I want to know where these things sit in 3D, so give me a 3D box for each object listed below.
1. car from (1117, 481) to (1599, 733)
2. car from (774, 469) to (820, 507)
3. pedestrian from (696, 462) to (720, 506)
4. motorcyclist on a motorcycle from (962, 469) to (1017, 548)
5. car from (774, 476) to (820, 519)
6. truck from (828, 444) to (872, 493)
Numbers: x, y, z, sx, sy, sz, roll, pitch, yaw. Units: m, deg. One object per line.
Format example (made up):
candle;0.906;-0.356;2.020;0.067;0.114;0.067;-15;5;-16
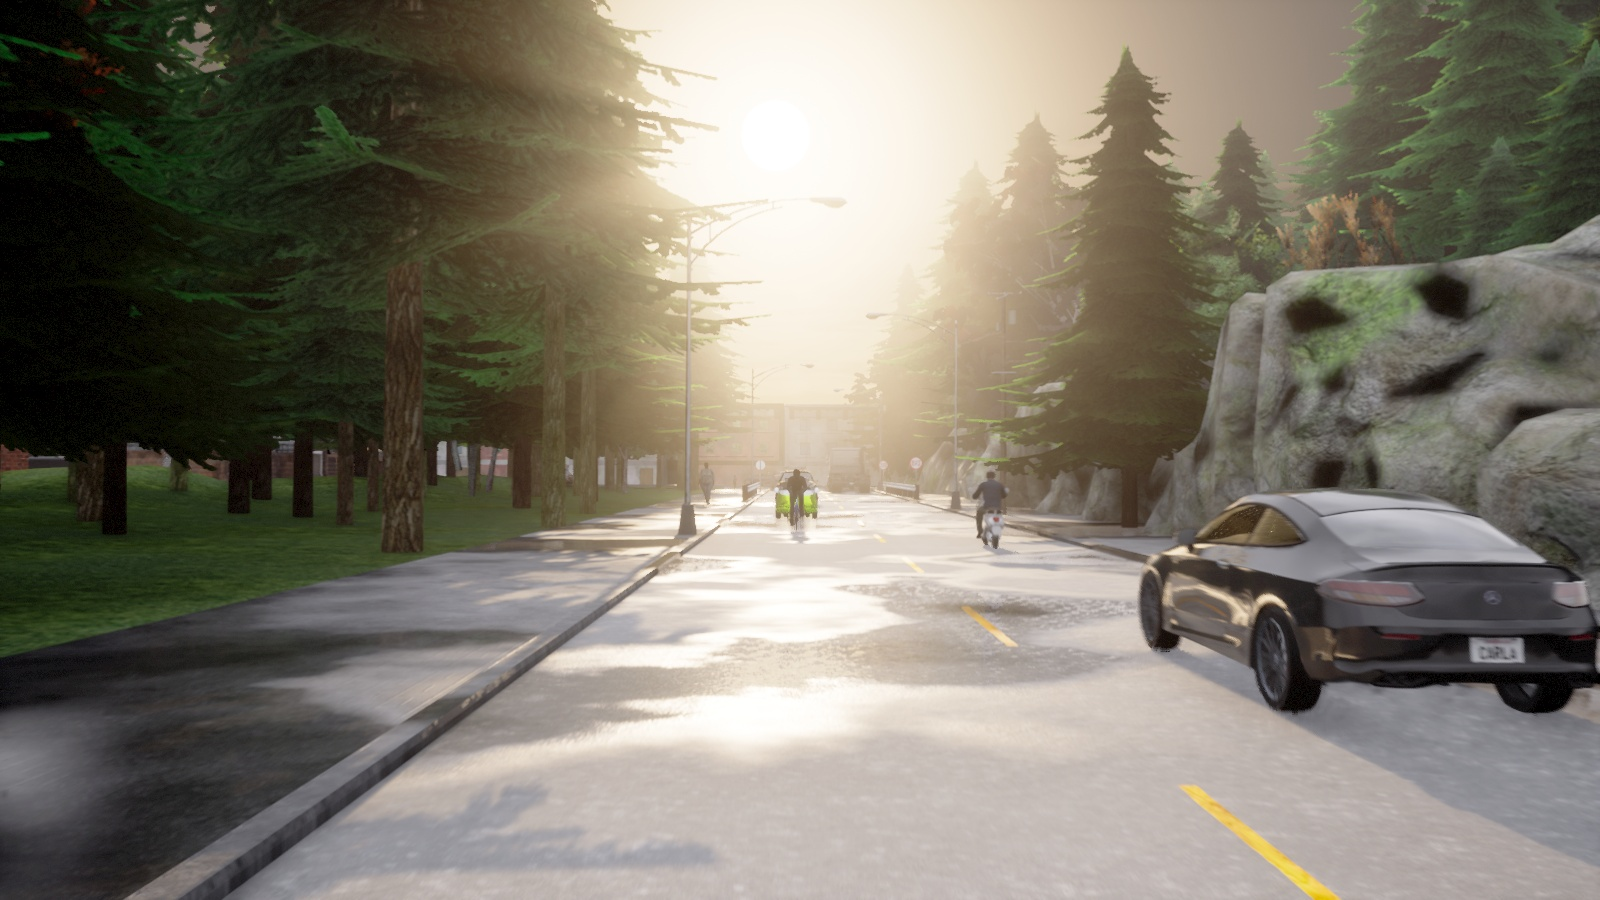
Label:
car;3.977;0.988;9.772;1.812;1.442;4.674;0;-1;0
car;-0.136;1.712;57.822;2.033;1.649;4.856;0;-1;0
pedestrian;-3.918;1.435;53.450;0.874;1.855;0.900;0;-1;8
motorcyclist on a motorcycle;3.938;1.191;26.238;0.866;1.590;1.817;0;-1;0
car;-0.098;1.566;41.598;1.481;1.376;2.207;0;-1;0
truck;3.653;1.387;93.711;2.891;3.462;7.936;0;-1;0
